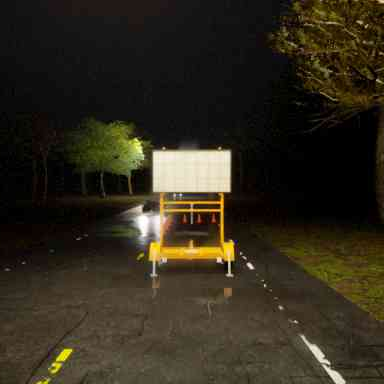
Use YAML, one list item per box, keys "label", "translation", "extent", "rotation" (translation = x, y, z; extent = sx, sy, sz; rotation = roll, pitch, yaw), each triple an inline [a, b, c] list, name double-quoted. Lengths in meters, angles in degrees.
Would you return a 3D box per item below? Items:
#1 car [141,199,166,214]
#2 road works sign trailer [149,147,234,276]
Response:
- label: "car"
  translation: [-3.621, 1.346, 31.722]
  extent: [1.895, 1.301, 4.718]
  rotation: [0, 1, 0]
- label: "road works sign trailer"
  translation: [-0.006, 0.433, 10.176]
  extent: [2.380, 3.560, 2.880]
  rotation: [0, 0, 0]
